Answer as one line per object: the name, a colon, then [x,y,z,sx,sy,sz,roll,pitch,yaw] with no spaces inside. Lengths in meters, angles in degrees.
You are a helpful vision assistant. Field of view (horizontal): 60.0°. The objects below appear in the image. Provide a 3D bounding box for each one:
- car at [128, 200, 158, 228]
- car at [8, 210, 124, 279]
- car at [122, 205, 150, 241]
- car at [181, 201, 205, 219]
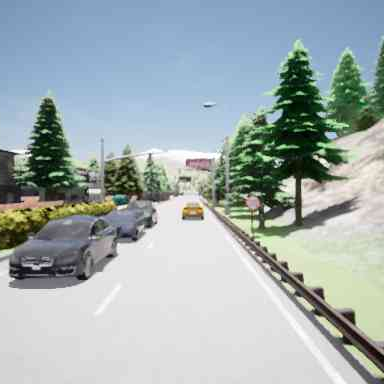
car: [-3.548,1.391,22.421,2.097,1.767,4.553,0,0,1]
car: [-3.586,1.523,10.124,1.837,1.490,4.892,0,0,0]
car: [-3.498,1.593,16.708,1.994,1.385,4.181,0,0,0]
car: [0.087,1.528,29.224,1.882,1.535,5.008,0,0,0]
